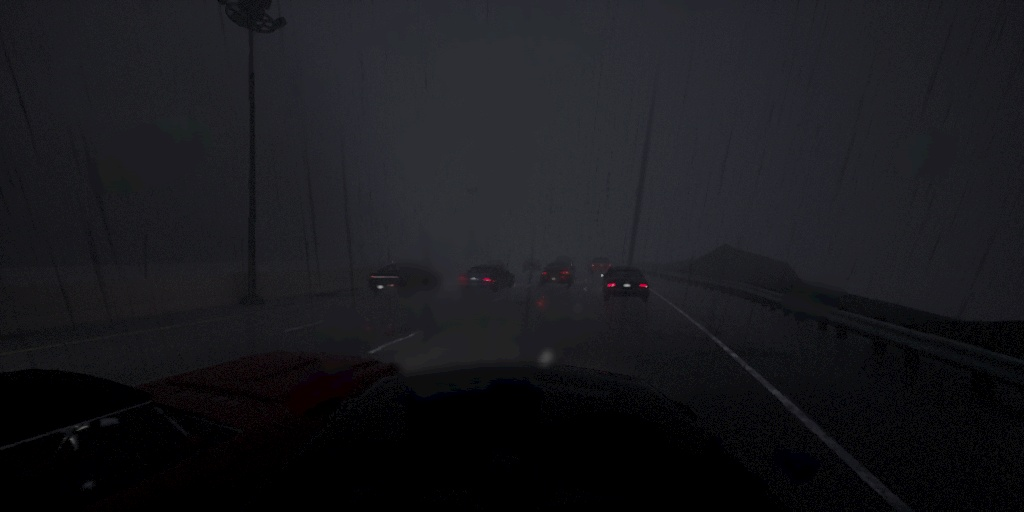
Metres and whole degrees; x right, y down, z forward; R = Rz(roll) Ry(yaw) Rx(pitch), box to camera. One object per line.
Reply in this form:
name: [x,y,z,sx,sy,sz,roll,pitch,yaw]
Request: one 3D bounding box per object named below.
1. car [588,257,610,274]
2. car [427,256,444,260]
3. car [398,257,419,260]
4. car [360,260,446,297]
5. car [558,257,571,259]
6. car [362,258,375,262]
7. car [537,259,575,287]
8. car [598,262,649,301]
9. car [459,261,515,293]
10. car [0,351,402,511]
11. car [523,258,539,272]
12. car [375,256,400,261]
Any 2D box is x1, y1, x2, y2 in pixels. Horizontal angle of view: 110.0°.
car: [8.851,0.897,36.382,2.097,1.767,4.553,0,1,8]
car: [-10.856,0.820,50.656,2.097,1.767,4.553,0,0,5]
car: [-14.291,1.030,51.540,1.994,1.385,4.181,0,0,5]
car: [-5.261,1.147,18.332,2.128,1.511,4.902,0,0,14]
car: [5.558,0.889,38.081,2.097,1.767,4.553,0,1,8]
car: [-21.118,1.020,53.847,1.994,1.385,4.181,0,0,4]
car: [2.954,1.150,22.894,1.812,1.442,4.674,0,0,12]
car: [5.187,1.207,16.709,2.033,1.411,5.357,0,0,14]
car: [-1.232,1.191,19.938,2.033,1.411,5.357,0,0,13]
car: [-2.657,1.350,2.049,1.895,1.301,4.718,0,0,19]
car: [2.301,1.002,40.148,1.882,1.535,5.008,0,0,7]
car: [-17.697,0.811,52.792,2.097,1.767,4.553,0,0,4]
